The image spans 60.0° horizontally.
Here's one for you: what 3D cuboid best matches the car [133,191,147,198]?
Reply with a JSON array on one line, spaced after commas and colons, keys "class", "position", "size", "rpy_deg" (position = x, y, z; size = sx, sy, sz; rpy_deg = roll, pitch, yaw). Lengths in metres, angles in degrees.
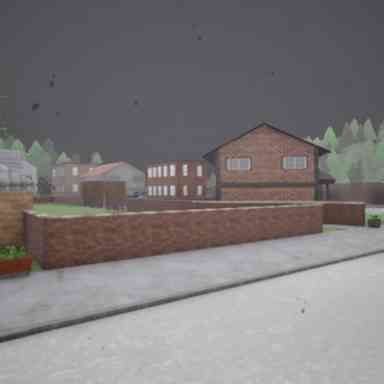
[{"class": "car", "position": [-6.524, 0.823, 44.189], "size": [1.905, 1.878, 3.866], "rpy_deg": [-1, 0, -35]}]
